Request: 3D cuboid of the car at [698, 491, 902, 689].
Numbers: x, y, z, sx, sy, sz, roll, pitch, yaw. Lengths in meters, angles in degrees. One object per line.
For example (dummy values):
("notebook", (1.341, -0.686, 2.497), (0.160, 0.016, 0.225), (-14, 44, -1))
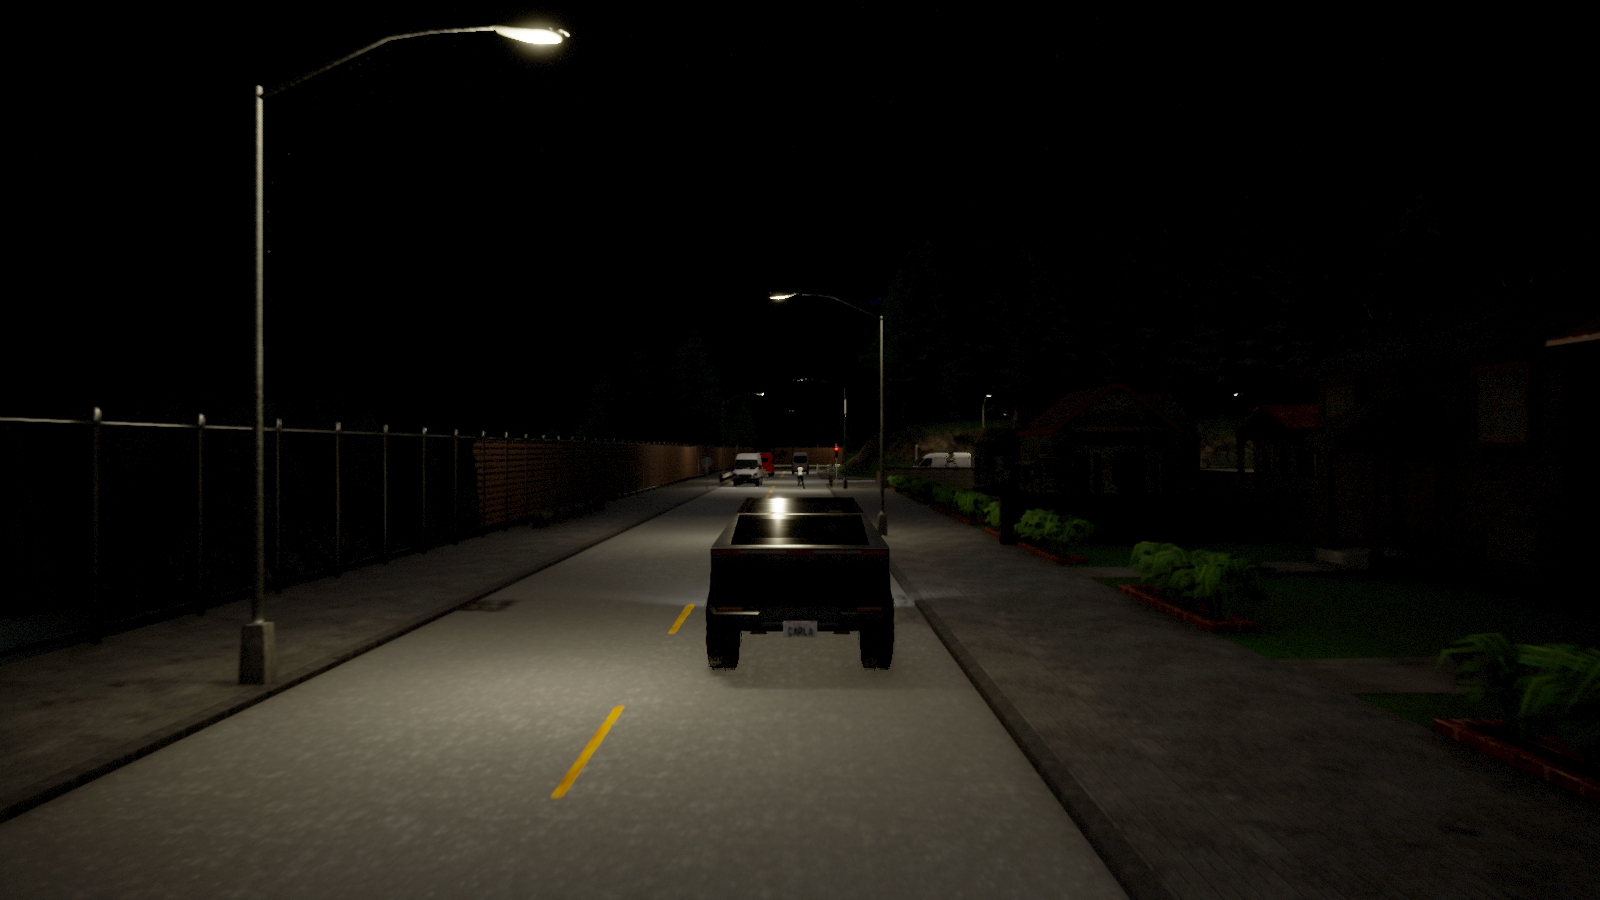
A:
("car", (0.002, 1.751, 16.518), (2.390, 2.098, 6.274), (0, 0, 0))
